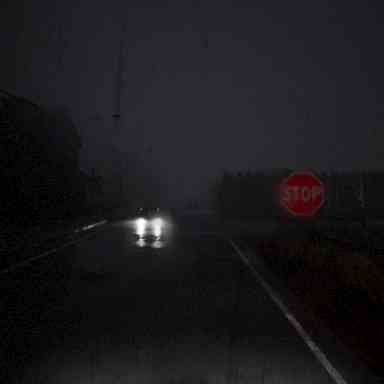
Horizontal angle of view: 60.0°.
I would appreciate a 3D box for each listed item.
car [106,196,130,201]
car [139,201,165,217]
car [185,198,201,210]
[{"bbox_3d":[-12.981,1.363,56.593,4.674,1.442,1.812,0,0,-1],"label":"car"},{"bbox_3d":[-3.573,1.528,30.340,1.895,1.301,4.718,0,0,0],"label":"car"},{"bbox_3d":[0.074,1.448,41.601,2.033,1.411,5.357,0,0,1],"label":"car"}]
